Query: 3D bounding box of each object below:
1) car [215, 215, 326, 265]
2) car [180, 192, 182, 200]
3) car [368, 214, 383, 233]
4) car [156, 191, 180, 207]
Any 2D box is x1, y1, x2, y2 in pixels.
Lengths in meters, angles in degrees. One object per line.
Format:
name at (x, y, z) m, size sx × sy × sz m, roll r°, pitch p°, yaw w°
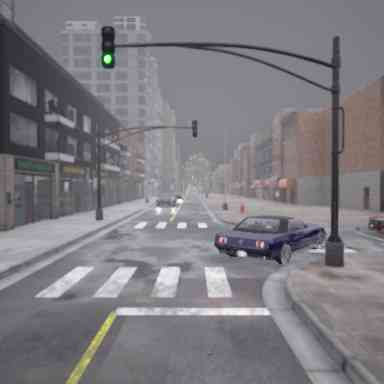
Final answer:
car at (2.837, 1.413, 11.054) m, size 1.895 × 1.301 × 4.718 m, roll 1°, pitch 1°, yaw 40°
car at (-2.754, 0.692, 60.445) m, size 1.895 × 1.301 × 4.718 m, roll 0°, pitch 1°, yaw 0°
car at (10.370, 1.272, 15.019) m, size 4.507 × 1.381 × 1.887 m, roll 0°, pitch 1°, yaw 0°
car at (-2.841, 0.742, 37.560) m, size 2.097 × 1.767 × 4.553 m, roll 0°, pitch 1°, yaw 0°
